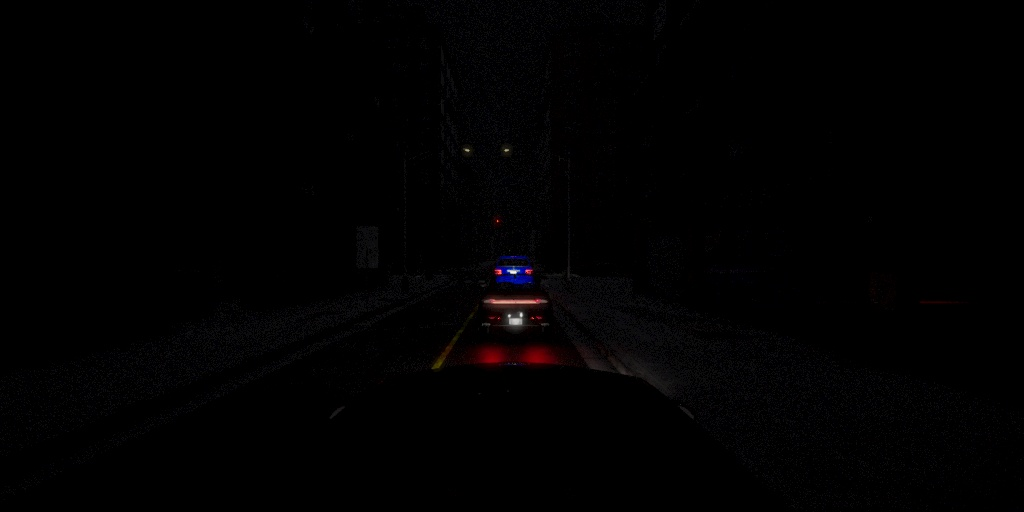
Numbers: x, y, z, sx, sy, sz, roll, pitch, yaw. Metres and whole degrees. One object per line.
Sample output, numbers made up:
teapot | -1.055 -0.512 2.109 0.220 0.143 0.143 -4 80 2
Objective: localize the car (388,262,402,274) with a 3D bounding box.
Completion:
car | -14.660 1.288 40.352 4.313 1.339 1.948 0 0 0

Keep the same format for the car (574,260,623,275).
car | 9.129 1.227 37.927 5.008 1.535 1.882 0 0 5

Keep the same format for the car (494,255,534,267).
car | 0.102 0.971 20.693 2.150 2.045 5.566 0 0 1

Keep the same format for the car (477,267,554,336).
car | 0.098 1.241 10.381 2.128 1.511 4.902 0 0 0
